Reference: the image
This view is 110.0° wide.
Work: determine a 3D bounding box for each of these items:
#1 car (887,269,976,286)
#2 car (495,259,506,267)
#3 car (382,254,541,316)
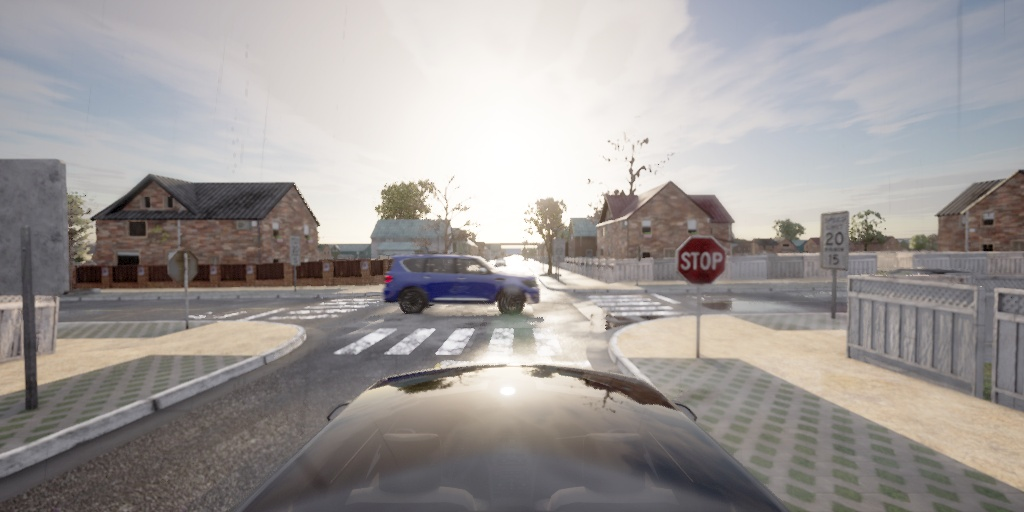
[{"bbox_3d":[15.157,1.111,12.623,4.718,1.301,1.895,-1,1,1],"label":"car"},{"bbox_3d":[-1.939,1.194,62.316,1.812,1.442,4.674,0,0,1],"label":"car"},{"bbox_3d":[-1.759,0.952,12.938,5.566,2.045,2.150,0,0,1],"label":"car"}]
